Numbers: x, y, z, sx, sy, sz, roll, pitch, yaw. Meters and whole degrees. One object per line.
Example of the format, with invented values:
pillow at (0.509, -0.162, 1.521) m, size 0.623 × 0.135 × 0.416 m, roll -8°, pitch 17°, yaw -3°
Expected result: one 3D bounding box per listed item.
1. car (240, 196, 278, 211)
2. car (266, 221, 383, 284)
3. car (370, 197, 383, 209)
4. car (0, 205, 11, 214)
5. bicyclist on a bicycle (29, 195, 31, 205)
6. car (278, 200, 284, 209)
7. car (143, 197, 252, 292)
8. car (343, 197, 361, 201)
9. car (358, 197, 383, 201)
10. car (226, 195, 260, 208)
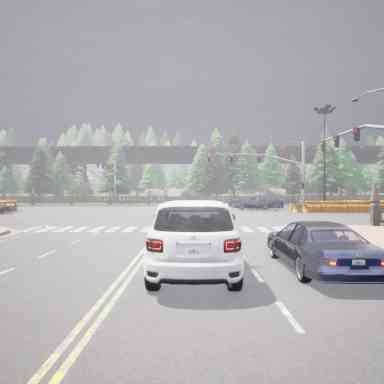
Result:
car at (7.551, 1.491, 40.879) m, size 4.902 × 1.511 × 2.128 m, roll 0°, pitch 0°, yaw 0°
car at (3.570, 1.547, 9.597) m, size 2.033 × 1.411 × 5.357 m, roll 0°, pitch 0°, yaw 0°
car at (26.735, 1.477, 44.290) m, size 5.008 × 1.535 × 1.882 m, roll 0°, pitch 0°, yaw 0°
car at (-21.487, 1.547, 33.824) m, size 5.357 × 1.411 × 2.033 m, roll 0°, pitch 0°, yaw 0°
bicyclist on a bicycle at (-27.050, 1.300, 55.834) m, size 0.582 × 1.620 × 1.656 m, roll 0°, pitch 0°, yaw 0°
car at (9.707, 1.477, 44.369) m, size 5.008 × 1.535 × 1.882 m, roll 0°, pitch 0°, yaw 0°
car at (0.061, 1.221, 9.106) m, size 2.150 × 2.045 × 5.566 m, roll 0°, pitch 0°, yaw 1°
car at (23.584, 1.490, 47.802) m, size 4.902 × 1.511 × 2.128 m, roll 0°, pitch 0°, yaw 0°
car at (23.544, 1.601, 40.803) m, size 4.718 × 1.301 × 1.895 m, roll 0°, pitch 0°, yaw 0°
car at (7.336, 1.352, 47.880) m, size 4.553 × 1.767 × 2.097 m, roll 0°, pitch 0°, yaw 0°
